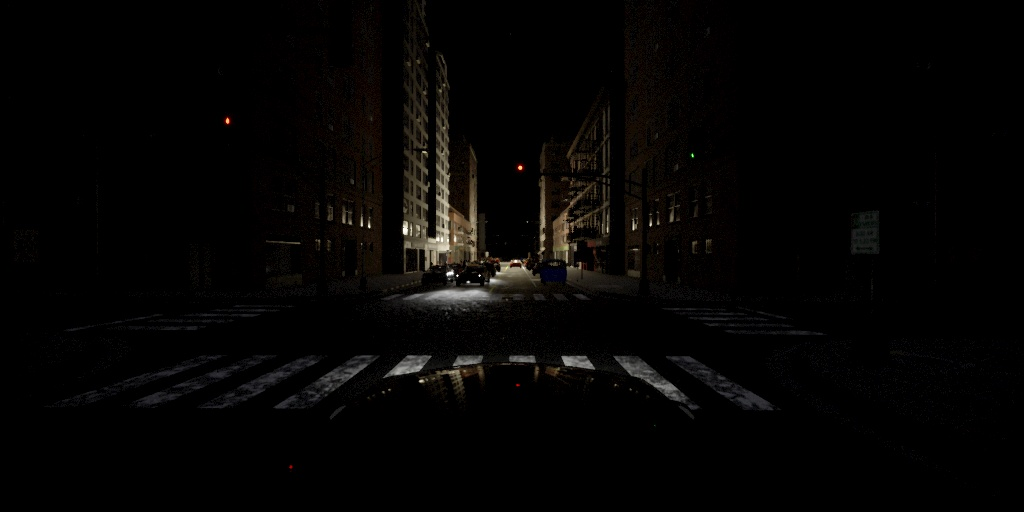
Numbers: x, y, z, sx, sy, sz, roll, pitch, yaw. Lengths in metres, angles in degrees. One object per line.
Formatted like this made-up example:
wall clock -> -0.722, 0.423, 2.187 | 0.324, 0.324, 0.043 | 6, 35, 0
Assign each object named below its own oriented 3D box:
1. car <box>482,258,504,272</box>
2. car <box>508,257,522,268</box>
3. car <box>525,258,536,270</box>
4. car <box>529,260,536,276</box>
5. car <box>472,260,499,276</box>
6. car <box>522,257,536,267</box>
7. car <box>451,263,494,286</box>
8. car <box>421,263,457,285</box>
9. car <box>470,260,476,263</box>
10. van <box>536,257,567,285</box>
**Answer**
car -> -2.452, 1.309, 45.199 | 1.994, 1.385, 4.181 | 0, 0, 1
car -> 0.618, 1.336, 59.045 | 1.895, 1.301, 4.718 | 0, 0, 1
car -> 3.052, 1.325, 48.087 | 1.802, 1.307, 4.207 | 0, 0, 1
car -> 2.949, 1.330, 36.725 | 1.802, 1.307, 4.207 | 0, 0, 1
car -> -2.548, 1.349, 35.146 | 1.895, 1.301, 4.718 | 0, 0, 1
car -> 3.103, 1.054, 53.769 | 2.192, 1.841, 5.009 | 0, 0, 1
car -> -2.652, 1.349, 25.134 | 1.895, 1.301, 4.718 | 0, 0, 4
car -> -5.179, 1.299, 25.427 | 2.007, 1.370, 4.403 | 0, 0, 1
car -> -4.975, 1.269, 47.984 | 1.751, 1.417, 4.829 | 0, 0, 1
van -> 2.846, 1.089, 25.363 | 1.690, 1.789, 3.998 | 0, 0, 1
